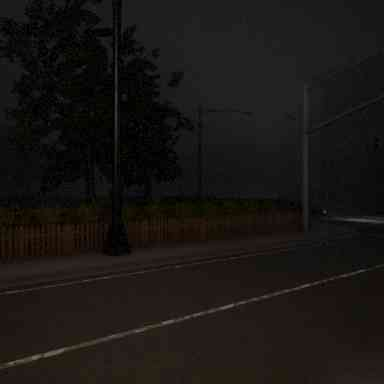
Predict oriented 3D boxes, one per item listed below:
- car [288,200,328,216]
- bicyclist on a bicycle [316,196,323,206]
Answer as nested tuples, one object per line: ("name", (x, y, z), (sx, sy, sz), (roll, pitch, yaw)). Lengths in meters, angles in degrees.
("car", (10.266, 1.491, 31.192), (2.128, 1.511, 4.902), (0, 0, -35))
("bicyclist on a bicycle", (16.101, 1.303, 42.071), (1.656, 1.620, 0.582), (0, 0, -35))
